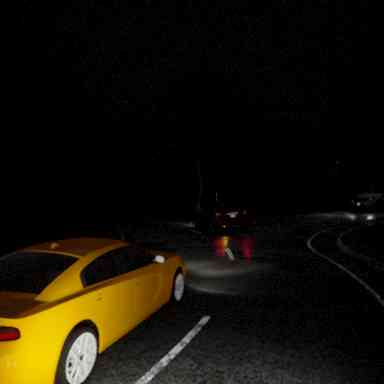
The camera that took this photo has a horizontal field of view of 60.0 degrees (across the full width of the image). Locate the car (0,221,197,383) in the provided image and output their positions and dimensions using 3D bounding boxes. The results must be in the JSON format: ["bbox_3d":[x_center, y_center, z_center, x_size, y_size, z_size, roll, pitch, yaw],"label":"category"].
[{"bbox_3d":[-1.660,1.488,5.469,1.882,1.535,5.008,0,0,19],"label":"car"}]

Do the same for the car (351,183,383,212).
[{"bbox_3d":[15.892,0.348,27.576,5.566,2.045,2.150,-6,2,-20],"label":"car"}]

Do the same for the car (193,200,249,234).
[{"bbox_3d":[1.562,1.310,19.828,2.097,1.767,4.553,-4,1,-17],"label":"car"}]
